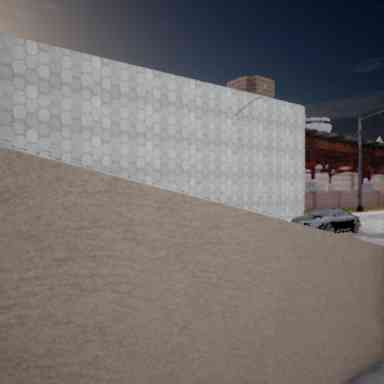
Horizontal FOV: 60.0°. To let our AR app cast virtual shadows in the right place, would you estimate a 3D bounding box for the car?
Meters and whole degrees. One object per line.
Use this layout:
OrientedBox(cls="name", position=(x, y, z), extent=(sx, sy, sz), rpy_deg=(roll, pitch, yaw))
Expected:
OrientedBox(cls="car", position=(7.060, 1.523, 17.509), extent=(4.181, 1.385, 1.994), rpy_deg=(0, 0, -36))
